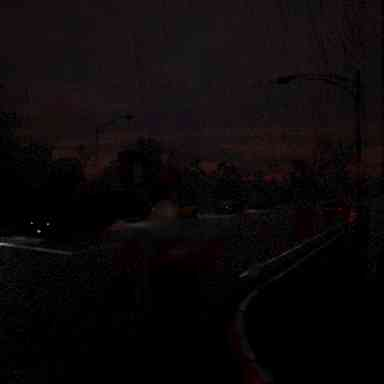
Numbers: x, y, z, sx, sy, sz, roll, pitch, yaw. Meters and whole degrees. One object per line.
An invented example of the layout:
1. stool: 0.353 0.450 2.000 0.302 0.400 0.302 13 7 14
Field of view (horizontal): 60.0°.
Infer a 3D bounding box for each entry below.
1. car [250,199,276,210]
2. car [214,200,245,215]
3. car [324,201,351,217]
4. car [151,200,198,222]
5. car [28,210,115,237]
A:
1. car: 9.823 1.706 45.552 2.033 1.411 5.357 -1 0 33
2. car: 4.181 1.632 36.712 1.882 1.535 5.008 -1 0 32
3. car: 14.348 1.610 32.801 2.033 1.411 5.357 -1 0 32
4. car: -1.391 1.501 27.902 2.097 1.767 4.553 -1 0 32
5. car: -6.844 1.745 19.280 1.895 1.301 4.718 -1 0 33
